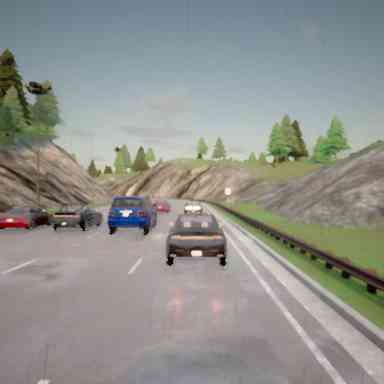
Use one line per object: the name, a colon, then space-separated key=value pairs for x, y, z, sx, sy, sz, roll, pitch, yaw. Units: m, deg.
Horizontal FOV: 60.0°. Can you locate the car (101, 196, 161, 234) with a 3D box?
car: x=-3.336 y=1.235 z=19.413 sx=2.150 sy=2.045 sz=5.566 roll=0 pitch=0 yaw=0

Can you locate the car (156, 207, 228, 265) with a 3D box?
car: x=0.148 y=1.499 z=11.681 sx=2.128 sy=1.511 sz=4.902 roll=0 pitch=0 yaw=0

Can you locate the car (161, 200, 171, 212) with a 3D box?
car: x=-3.415 y=1.588 z=37.155 sx=1.994 sy=1.385 sz=4.181 roll=0 pitch=0 yaw=0

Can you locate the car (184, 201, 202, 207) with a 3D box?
car: x=0.097 y=1.624 z=34.986 sx=1.895 sy=1.301 sz=4.718 roll=0 pitch=0 yaw=0

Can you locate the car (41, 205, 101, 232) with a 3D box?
car: x=-6.840 y=1.505 z=20.194 sx=2.128 sy=1.511 sz=4.902 roll=0 pitch=0 yaw=0

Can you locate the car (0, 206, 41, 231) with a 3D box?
car: x=-10.341 y=1.578 z=20.910 sx=1.994 sy=1.385 sz=4.181 roll=0 pitch=0 yaw=0
